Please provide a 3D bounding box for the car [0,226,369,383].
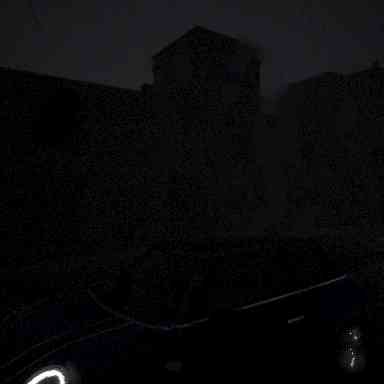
[{"bbox_3d":[0.054,1.361,3.906,4.553,1.767,2.097,0,0,-35],"label":"car"}]
